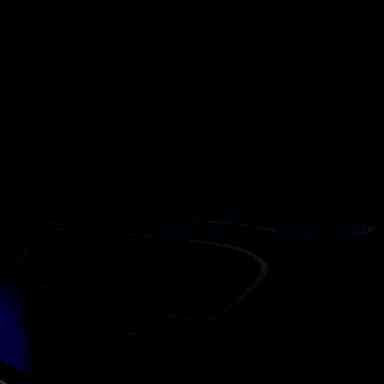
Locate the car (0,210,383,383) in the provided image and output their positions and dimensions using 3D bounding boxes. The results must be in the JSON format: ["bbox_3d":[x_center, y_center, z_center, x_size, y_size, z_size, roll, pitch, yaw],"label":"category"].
[{"bbox_3d":[-0.715,1.234,3.761,5.566,2.045,2.435,-1,0,36],"label":"car"}]
